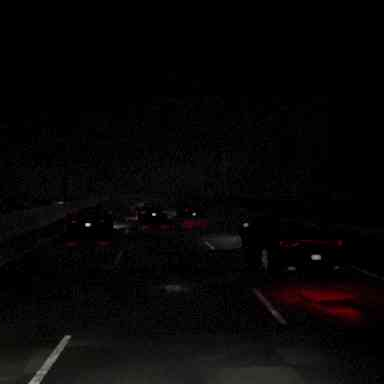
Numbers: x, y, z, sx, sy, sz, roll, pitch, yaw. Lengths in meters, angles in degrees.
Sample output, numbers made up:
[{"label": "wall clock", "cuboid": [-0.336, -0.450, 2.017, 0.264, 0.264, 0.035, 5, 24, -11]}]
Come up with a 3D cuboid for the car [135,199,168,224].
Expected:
[{"label": "car", "cuboid": [-2.934, 1.492, 24.499, 1.994, 1.385, 4.181, 0, 0, -10]}]

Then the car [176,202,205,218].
[{"label": "car", "cuboid": [-0.239, 1.508, 29.205, 1.895, 1.301, 4.718, 0, 0, -11]}]

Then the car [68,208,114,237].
[{"label": "car", "cuboid": [-5.278, 1.520, 17.746, 1.994, 1.385, 4.181, 0, 0, -9]}]

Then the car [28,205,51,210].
[{"label": "car", "cuboid": [-15.720, 1.419, 34.512, 2.128, 1.511, 4.902, 0, 0, -11]}]

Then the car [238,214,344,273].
[{"label": "car", "cuboid": [2.809, 1.437, 10.605, 1.882, 1.535, 5.008, 0, 0, -5]}]
